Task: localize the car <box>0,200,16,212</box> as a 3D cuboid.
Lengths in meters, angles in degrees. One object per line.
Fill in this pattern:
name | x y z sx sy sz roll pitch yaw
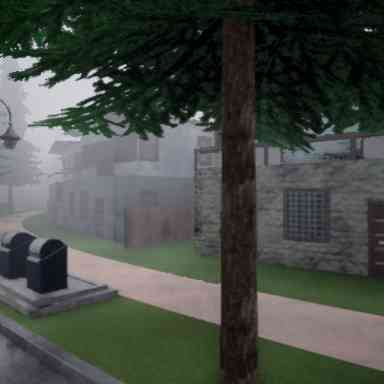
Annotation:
car | -24.160 1.768 42.269 1.837 1.490 4.892 0 0 -6
